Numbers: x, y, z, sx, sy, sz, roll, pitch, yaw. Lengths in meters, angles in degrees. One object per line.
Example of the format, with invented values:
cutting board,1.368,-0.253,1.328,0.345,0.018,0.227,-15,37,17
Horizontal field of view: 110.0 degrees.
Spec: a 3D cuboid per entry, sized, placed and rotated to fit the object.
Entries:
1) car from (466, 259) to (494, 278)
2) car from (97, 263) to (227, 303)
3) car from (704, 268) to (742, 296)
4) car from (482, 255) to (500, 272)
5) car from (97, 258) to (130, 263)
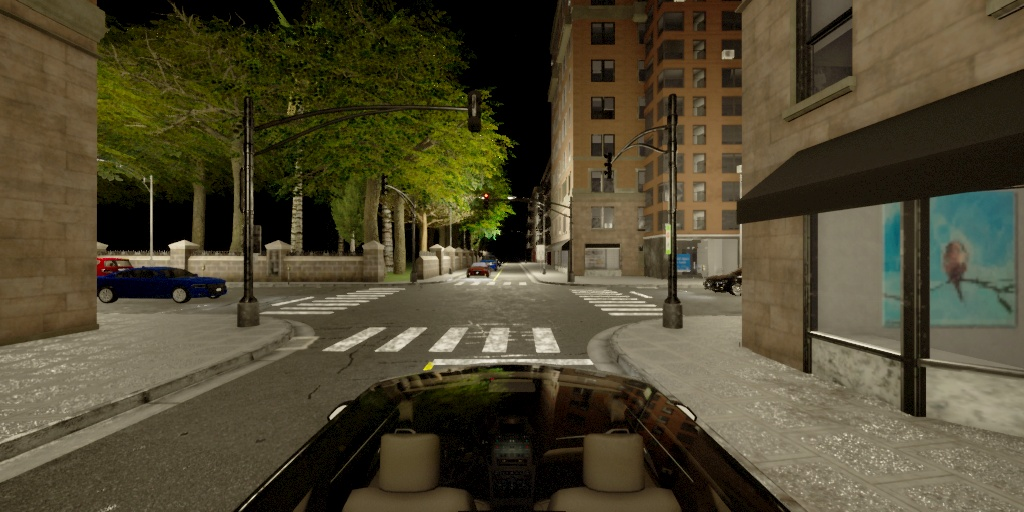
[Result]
car,-3.056,1.293,33.608,1.994,1.385,4.181,0,0,0
car,-15.473,1.212,15.860,5.008,1.535,1.882,0,0,0
car,12.689,1.271,18.683,4.892,1.490,1.837,0,0,1
car,-3.047,0.924,46.811,2.150,2.045,5.566,0,0,-1
car,-25.924,1.035,21.778,5.009,1.841,2.192,0,0,1
